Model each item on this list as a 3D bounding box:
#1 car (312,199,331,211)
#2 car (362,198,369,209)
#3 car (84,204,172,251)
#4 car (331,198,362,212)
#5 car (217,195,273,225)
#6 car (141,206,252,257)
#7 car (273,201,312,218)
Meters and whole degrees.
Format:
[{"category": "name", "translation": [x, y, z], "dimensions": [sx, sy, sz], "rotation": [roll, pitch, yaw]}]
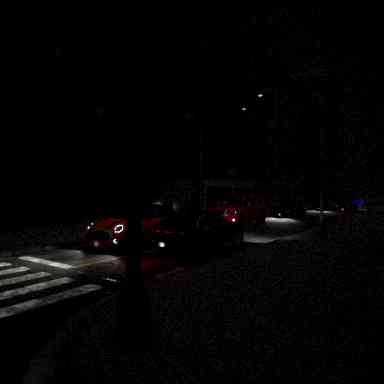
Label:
[{"category": "car", "translation": [16.266, 1.539, 41.061], "dimensions": [2.033, 1.411, 5.357], "rotation": [0, 0, 35]}, {"category": "car", "translation": [23.574, 1.537, 46.751], "dimensions": [1.812, 1.442, 4.674], "rotation": [0, 0, 35]}, {"category": "car", "translation": [-2.309, 1.345, 14.217], "dimensions": [2.097, 1.767, 4.553], "rotation": [0, 0, 34]}, {"category": "car", "translation": [17.831, 1.606, 38.350], "dimensions": [1.895, 1.301, 4.718], "rotation": [0, 0, 35]}, {"category": "car", "translation": [3.137, 1.214, 22.159], "dimensions": [2.150, 2.045, 5.566], "rotation": [0, 0, 35]}, {"category": "car", "translation": [0.370, 1.510, 13.133], "dimensions": [1.837, 1.490, 4.892], "rotation": [0, 0, 35]}, {"category": "car", "translation": [9.003, 1.539, 30.652], "dimensions": [2.033, 1.411, 5.357], "rotation": [0, 0, 35]}]
